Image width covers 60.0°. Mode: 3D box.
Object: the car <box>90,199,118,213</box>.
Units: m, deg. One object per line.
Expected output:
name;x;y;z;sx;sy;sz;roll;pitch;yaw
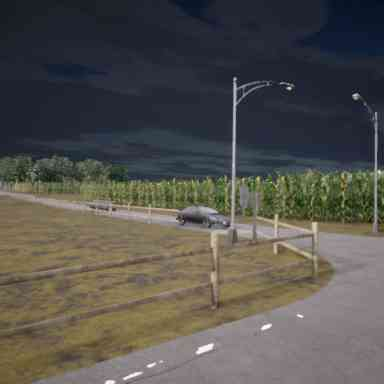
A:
car;-10.185;1.628;38.135;1.837;1.490;4.892;2;-1;-35

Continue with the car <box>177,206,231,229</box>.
car;0.712;1.677;22.837;1.812;1.442;4.674;2;-1;-35
